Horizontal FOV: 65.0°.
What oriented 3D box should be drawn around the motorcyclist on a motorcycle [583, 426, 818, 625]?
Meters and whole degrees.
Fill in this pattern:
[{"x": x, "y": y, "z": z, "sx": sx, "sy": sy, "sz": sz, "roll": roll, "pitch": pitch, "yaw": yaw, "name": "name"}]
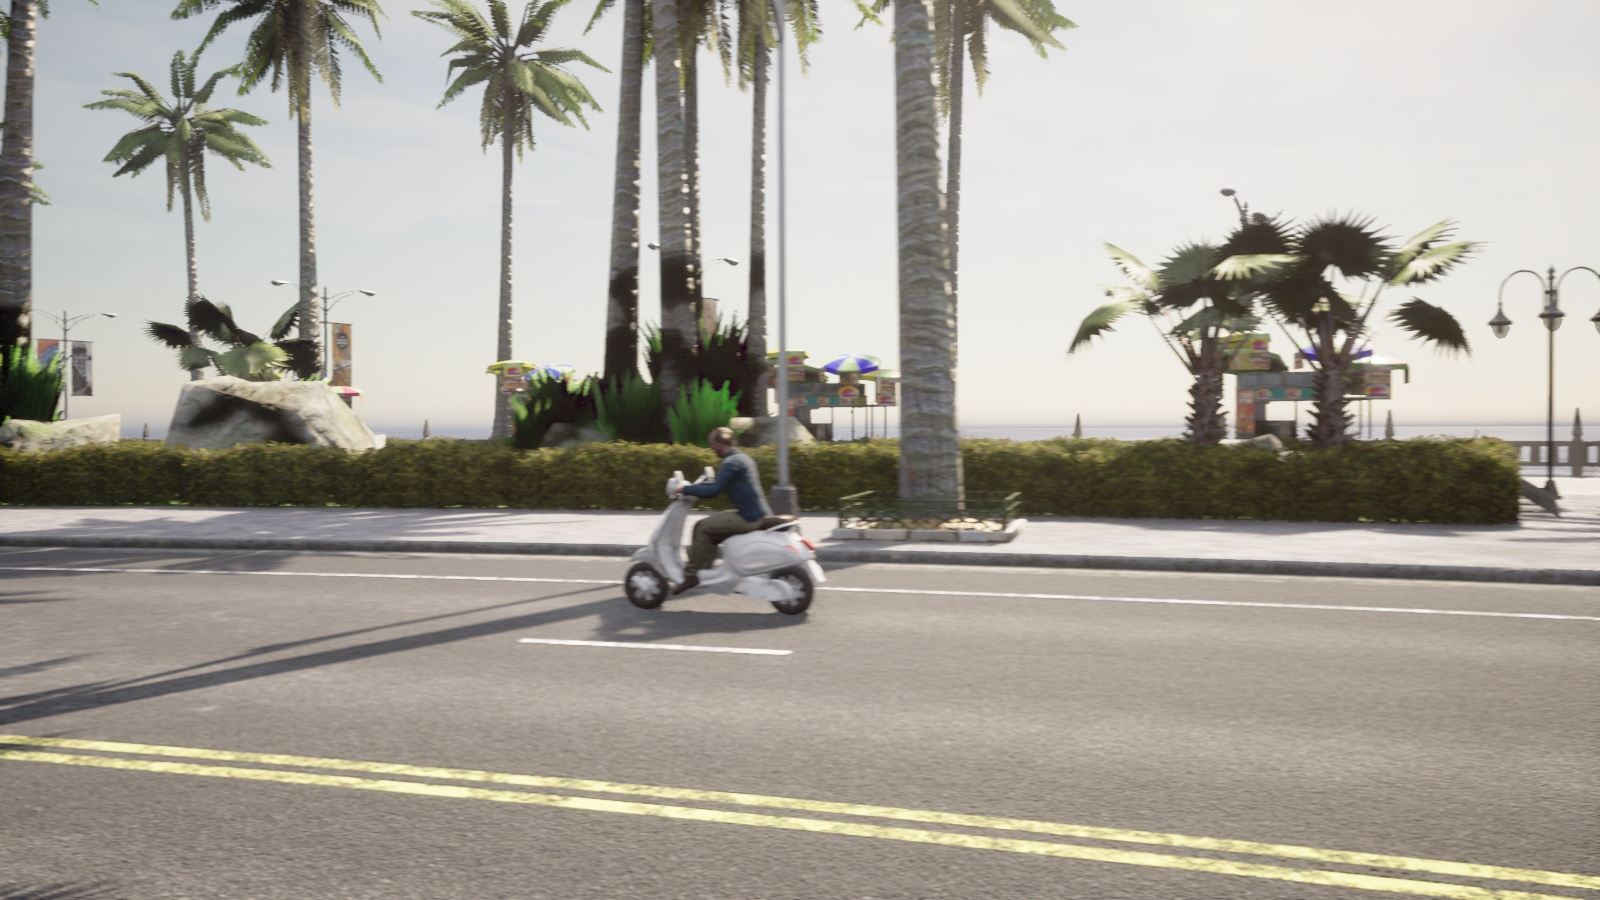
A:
[{"x": -0.838, "y": 0.596, "z": 10.774, "sx": 1.817, "sy": 1.590, "sz": 0.866, "roll": 0, "pitch": 1, "yaw": 16, "name": "motorcyclist on a motorcycle"}]
